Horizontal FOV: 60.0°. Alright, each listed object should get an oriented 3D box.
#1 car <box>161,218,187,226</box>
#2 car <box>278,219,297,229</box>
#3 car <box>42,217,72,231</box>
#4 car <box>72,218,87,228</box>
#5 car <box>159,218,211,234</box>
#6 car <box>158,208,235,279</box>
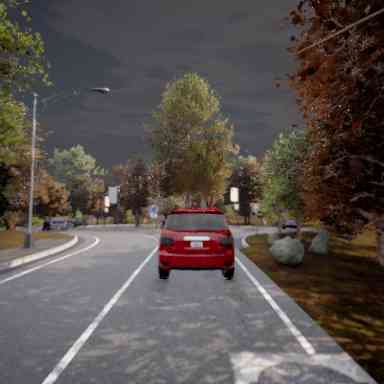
[{"bbox_3d":[-3.578,5.865,65.267,4.902,1.511,2.128,1,-5,2],"label":"car"},{"bbox_3d":[13.628,4.565,47.455,2.033,1.411,5.357,0,-5,5],"label":"car"},{"bbox_3d":[-16.162,3.698,39.266,2.097,1.767,4.553,3,-6,-34],"label":"car"},{"bbox_3d":[-18.887,4.994,53.379,2.128,1.511,4.902,-1,-5,16],"label":"car"},{"bbox_3d":[-0.730,3.309,32.788,4.902,1.511,2.128,0,-5,-4],"label":"car"},{"bbox_3d":[0.143,1.541,11.192,2.150,2.045,5.566,0,-2,0],"label":"car"}]
